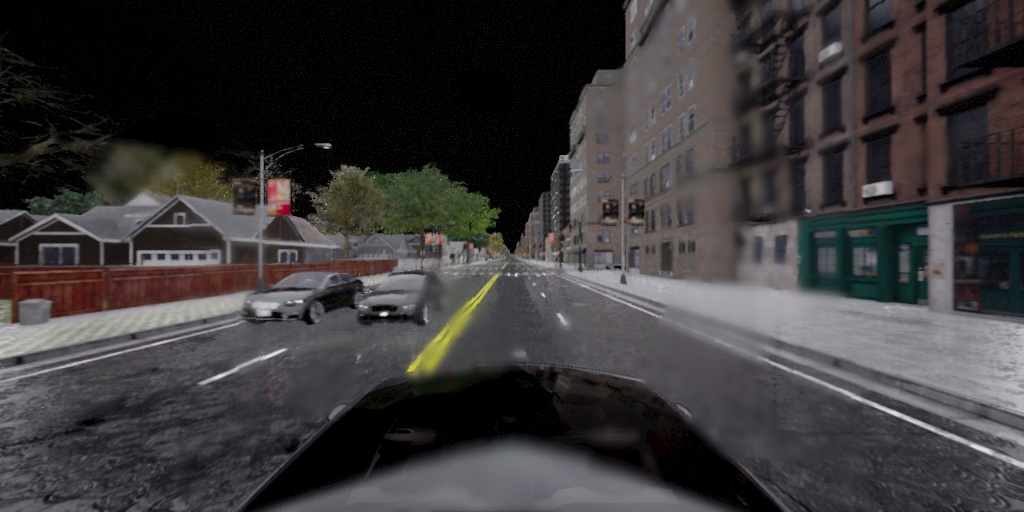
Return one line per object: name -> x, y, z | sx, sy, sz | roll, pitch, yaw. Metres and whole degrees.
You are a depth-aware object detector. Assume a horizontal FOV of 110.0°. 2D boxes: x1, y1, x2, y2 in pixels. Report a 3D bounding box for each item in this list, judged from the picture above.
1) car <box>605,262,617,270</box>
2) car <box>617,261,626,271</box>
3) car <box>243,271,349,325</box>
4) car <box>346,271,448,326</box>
car -> 16.364, 1.423, 54.701 | 4.313, 1.339, 1.948 | 0, 0, 0
car -> 16.371, 1.378, 46.676 | 4.207, 1.307, 1.802 | 0, 0, 0
car -> -6.603, 1.261, 11.995 | 2.128, 1.511, 4.902 | 0, 0, 0
car -> -3.353, 1.274, 11.816 | 1.837, 1.490, 4.892 | 0, 0, 0
